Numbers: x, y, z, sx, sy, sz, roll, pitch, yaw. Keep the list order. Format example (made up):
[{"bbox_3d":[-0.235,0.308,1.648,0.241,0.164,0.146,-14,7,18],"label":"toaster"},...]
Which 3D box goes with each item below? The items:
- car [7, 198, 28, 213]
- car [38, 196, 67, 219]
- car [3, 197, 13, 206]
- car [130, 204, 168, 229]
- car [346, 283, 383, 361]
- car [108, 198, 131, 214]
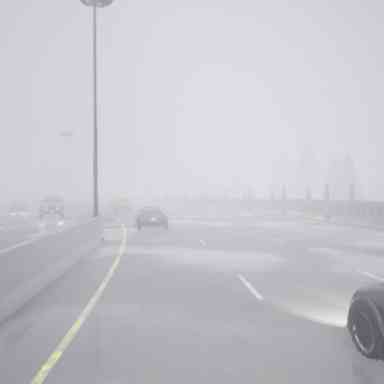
[{"bbox_3d":[-21.731,1.846,41.636,1.994,1.385,4.181,0,0,-29],"label":"car"},{"bbox_3d":[-13.153,1.384,31.442,2.150,2.045,5.566,0,0,-21],"label":"car"},{"bbox_3d":[-35.384,1.857,65.371,2.097,1.767,4.553,-1,0,-44],"label":"car"},{"bbox_3d":[-2.807,1.622,22.056,1.994,1.385,4.181,0,0,-13],"label":"car"},{"bbox_3d":[3.351,1.553,3.332,1.994,1.385,4.181,0,0,-2],"label":"car"},{"bbox_3d":[-8.334,1.501,38.509,2.097,1.767,4.553,0,0,-23],"label":"car"}]
